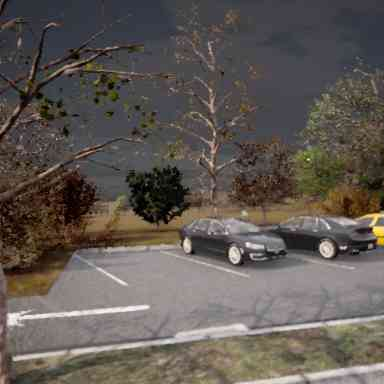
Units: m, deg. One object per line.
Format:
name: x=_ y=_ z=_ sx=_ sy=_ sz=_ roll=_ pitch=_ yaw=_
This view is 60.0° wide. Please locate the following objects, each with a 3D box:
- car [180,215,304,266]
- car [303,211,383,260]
car: x=1.316 y=1.663 z=12.369 sx=2.231 sy=1.521 sz=4.892 roll=0 pitch=-2 yaw=-33
car: x=4.631 y=1.615 z=13.099 sx=2.231 sy=1.521 sz=4.892 roll=-1 pitch=-2 yaw=-33
